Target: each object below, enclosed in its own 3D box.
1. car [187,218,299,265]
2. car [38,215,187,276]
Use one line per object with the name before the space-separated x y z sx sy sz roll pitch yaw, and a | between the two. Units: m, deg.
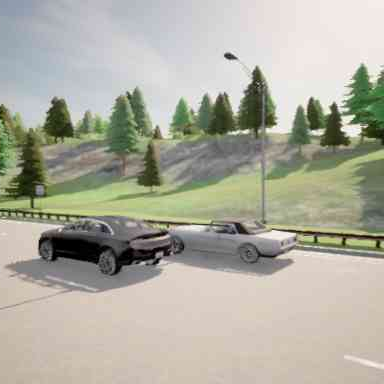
car | 1.158 1.585 11.765 4.718 1.301 1.895 0 0 36
car | -2.848 1.470 10.322 4.902 1.511 2.128 0 0 35
